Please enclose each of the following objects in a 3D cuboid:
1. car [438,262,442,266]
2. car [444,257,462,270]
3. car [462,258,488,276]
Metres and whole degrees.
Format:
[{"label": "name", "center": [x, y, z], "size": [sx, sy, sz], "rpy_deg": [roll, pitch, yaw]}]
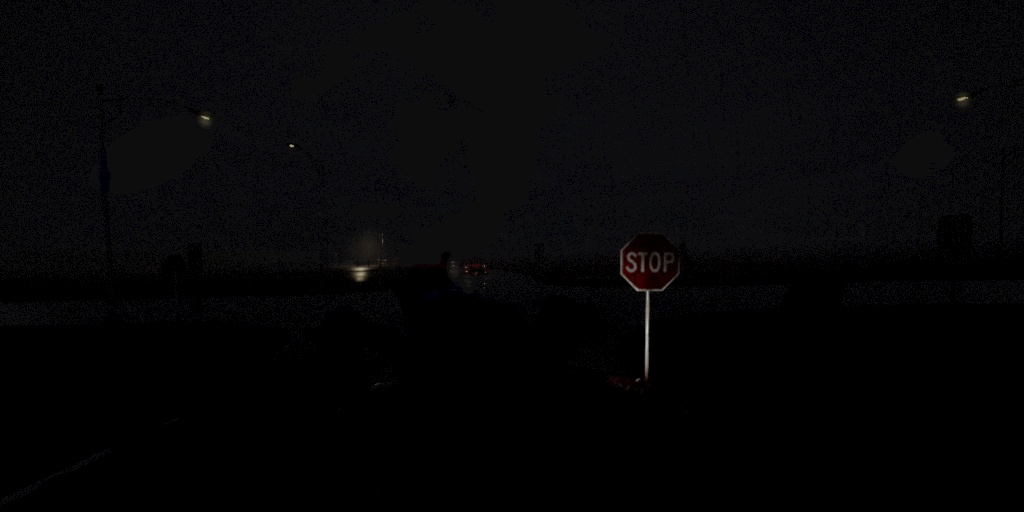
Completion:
[{"label": "car", "center": [-10.732, 1.168, 60.800], "size": [2.033, 1.411, 5.357], "rpy_deg": [-1, 0, -37]}, {"label": "car", "center": [-7.600, 0.978, 49.328], "size": [2.097, 1.767, 4.553], "rpy_deg": [-1, 0, -25]}, {"label": "car", "center": [-3.514, 0.995, 34.679], "size": [2.097, 1.767, 4.553], "rpy_deg": [0, 0, -8]}]
